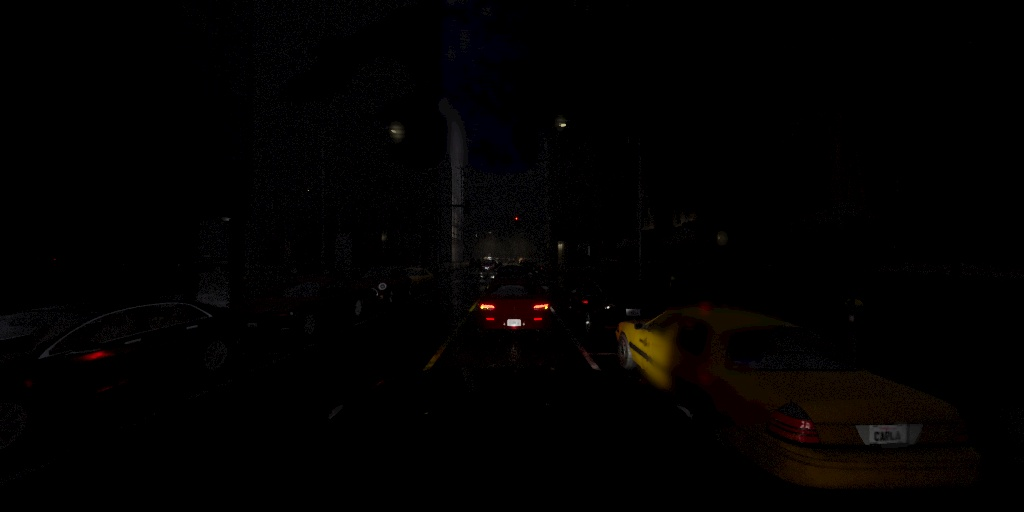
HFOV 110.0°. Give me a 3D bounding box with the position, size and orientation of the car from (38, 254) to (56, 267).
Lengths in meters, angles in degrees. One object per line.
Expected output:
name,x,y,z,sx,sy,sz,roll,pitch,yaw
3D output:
car,-48.228,0.417,35.630,4.181,1.385,1.994,1,0,0

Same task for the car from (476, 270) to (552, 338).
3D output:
car,0.061,1.276,10.059,1.812,1.442,4.674,0,0,0

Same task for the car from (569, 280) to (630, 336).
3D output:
car,2.754,1.316,10.225,1.948,1.339,4.313,0,0,0

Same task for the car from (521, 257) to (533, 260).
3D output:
car,2.703,1.202,53.107,1.967,1.591,4.097,0,0,0

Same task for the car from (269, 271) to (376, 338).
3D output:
car,-5.771,1.295,10.213,1.888,1.381,4.507,0,0,0

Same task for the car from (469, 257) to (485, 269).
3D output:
car,-5.829,1.079,58.535,2.192,1.841,5.009,0,0,0

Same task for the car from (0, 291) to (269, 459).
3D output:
car,-5.765,1.300,4.756,2.007,1.370,4.403,0,0,0

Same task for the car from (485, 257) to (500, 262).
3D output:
car,-3.151,1.328,57.913,1.994,1.385,4.181,0,0,0

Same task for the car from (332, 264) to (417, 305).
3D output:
car,-5.778,1.191,15.670,1.967,1.591,4.097,0,0,0

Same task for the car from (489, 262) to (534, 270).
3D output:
car,-0.001,1.256,18.925,1.837,1.490,4.892,0,0,0

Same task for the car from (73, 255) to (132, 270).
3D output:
car,-37.280,0.622,32.517,4.181,1.385,1.994,1,0,-1

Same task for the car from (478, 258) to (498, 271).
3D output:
car,-3.152,1.286,47.945,1.812,1.442,4.674,0,0,0

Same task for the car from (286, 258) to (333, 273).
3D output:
car,-17.857,0.937,32.571,4.892,1.490,1.837,1,0,0

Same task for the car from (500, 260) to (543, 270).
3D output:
car,1.140,1.377,39.835,1.895,1.301,4.718,-1,1,-43

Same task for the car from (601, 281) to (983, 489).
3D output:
car,2.760,1.275,4.939,1.751,1.417,4.829,0,0,0

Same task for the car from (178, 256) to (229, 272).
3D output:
car,-27.357,0.752,32.542,4.892,1.490,1.837,1,0,0

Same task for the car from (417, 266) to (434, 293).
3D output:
car,-5.784,1.277,20.957,1.751,1.417,4.829,0,0,0
